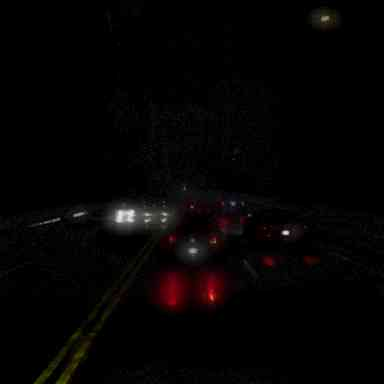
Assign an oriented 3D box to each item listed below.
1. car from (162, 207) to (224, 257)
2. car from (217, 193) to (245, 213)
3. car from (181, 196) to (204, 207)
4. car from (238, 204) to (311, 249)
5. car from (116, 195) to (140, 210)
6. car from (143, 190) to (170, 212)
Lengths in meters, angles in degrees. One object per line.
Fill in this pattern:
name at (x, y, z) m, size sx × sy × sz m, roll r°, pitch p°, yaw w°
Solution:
car at (0.046, 1.441, 12.180) m, size 1.895 × 1.301 × 4.718 m, roll 0°, pitch 1°, yaw 0°
car at (3.279, 0.986, 28.336) m, size 2.097 × 1.767 × 4.553 m, roll 0°, pitch 1°, yaw 0°
car at (0.037, 1.089, 30.267) m, size 1.882 × 1.535 × 5.008 m, roll 0°, pitch 1°, yaw 0°
car at (3.302, 1.384, 13.679) m, size 1.994 × 1.385 × 4.181 m, roll 0°, pitch 1°, yaw 0°
car at (-6.650, 1.044, 35.066) m, size 2.128 × 1.511 × 4.902 m, roll 0°, pitch 1°, yaw 0°
car at (-3.391, 0.798, 32.720) m, size 2.150 × 2.045 × 5.566 m, roll 0°, pitch 1°, yaw 0°
